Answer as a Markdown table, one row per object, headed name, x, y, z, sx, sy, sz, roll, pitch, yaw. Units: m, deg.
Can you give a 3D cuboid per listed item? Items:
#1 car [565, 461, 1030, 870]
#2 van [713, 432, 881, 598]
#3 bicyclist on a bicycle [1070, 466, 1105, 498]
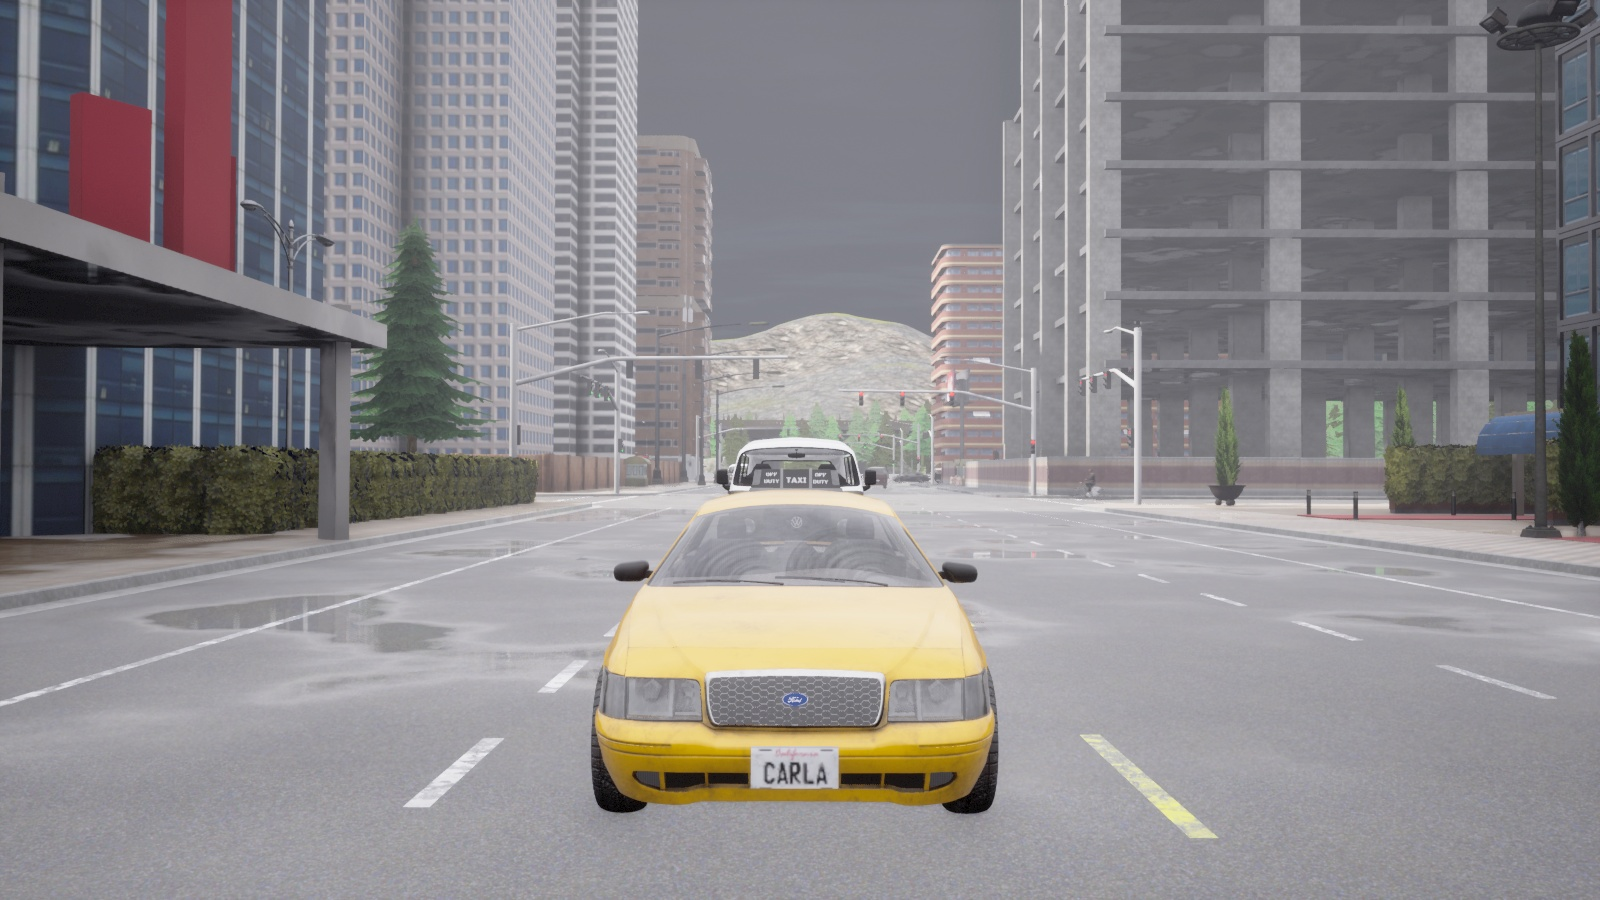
| name | x | y | z | sx | sy | sz | roll | pitch | yaw |
| --- | --- | --- | --- | --- | --- | --- | --- | --- | --- |
| car | -0.019 | 0.880 | 7.559 | 1.801 | 1.575 | 5.366 | 0 | -1 | 0 |
| van | -0.046 | 0.836 | 17.761 | 2.069 | 2.038 | 4.480 | 0 | -1 | 0 |
| bicyclist on a bicycle | 16.205 | 1.807 | 70.841 | 1.843 | 1.776 | 0.659 | 0 | -1 | 0 |
